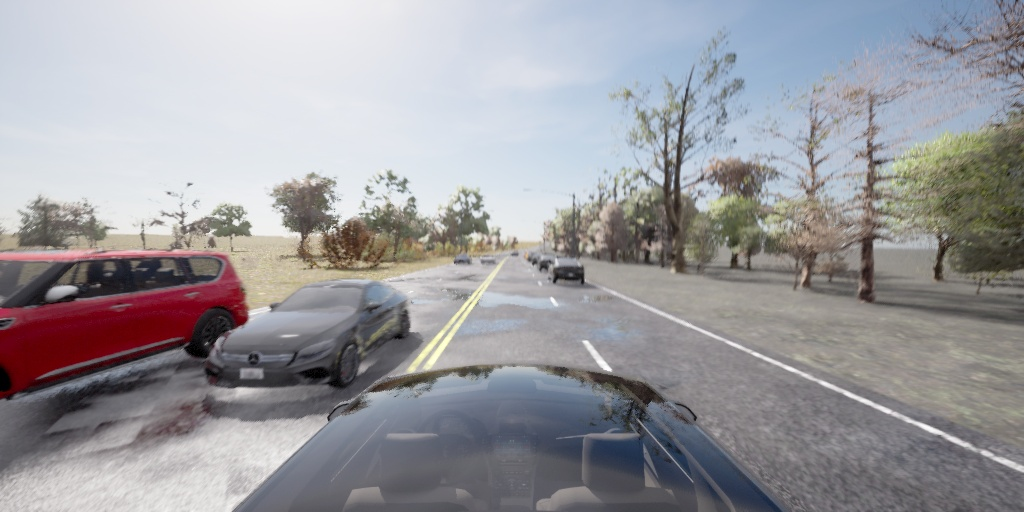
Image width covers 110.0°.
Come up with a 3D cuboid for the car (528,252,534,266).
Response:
[{"bbox_3d":[3.392,0.422,44.708,1.882,1.535,5.008,0,2,0],"label":"car"}]

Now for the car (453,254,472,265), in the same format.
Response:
[{"bbox_3d":[-6.411,0.410,47.090,1.994,1.385,4.181,0,1,1],"label":"car"}]

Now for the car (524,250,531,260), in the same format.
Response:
[{"bbox_3d":[3.427,0.138,55.704,2.033,1.649,4.856,0,1,0],"label":"car"}]

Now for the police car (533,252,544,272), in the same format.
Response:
[{"bbox_3d":[3.374,0.585,33.823,1.930,1.638,5.238,1,1,0],"label":"police car"}]

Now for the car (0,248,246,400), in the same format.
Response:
[{"bbox_3d":[-6.574,0.905,5.190,2.150,2.045,5.566,0,1,0],"label":"car"}]

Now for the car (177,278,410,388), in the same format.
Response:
[{"bbox_3d":[-3.315,1.198,6.893,1.812,1.442,4.674,0,1,0],"label":"car"}]

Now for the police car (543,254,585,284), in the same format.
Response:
[{"bbox_3d":[3.329,0.817,22.831,1.930,1.638,5.238,1,1,0],"label":"police car"}]

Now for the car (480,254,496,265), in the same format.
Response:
[{"bbox_3d":[-3.167,0.426,48.087,1.895,1.301,4.718,-1,2,1],"label":"car"}]
